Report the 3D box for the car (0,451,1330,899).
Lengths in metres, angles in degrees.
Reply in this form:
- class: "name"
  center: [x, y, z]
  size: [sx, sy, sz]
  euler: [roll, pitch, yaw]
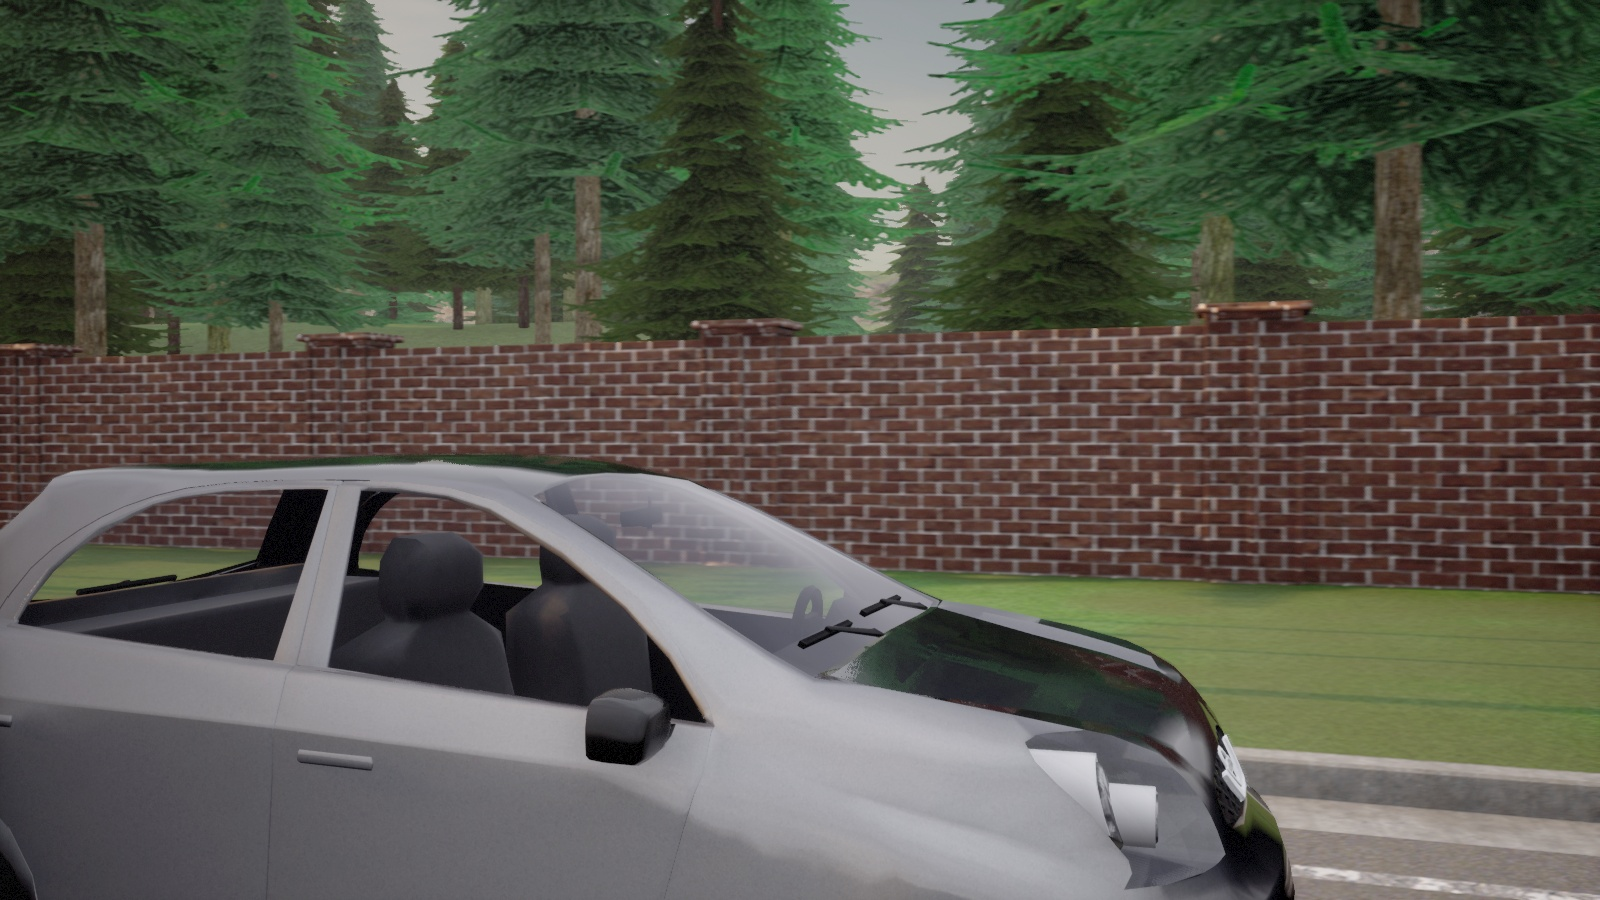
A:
- class: "car"
  center: [-0.614, 0.784, 3.400]
  size: [3.633, 1.501, 1.845]
  euler: [1, 1, 19]
